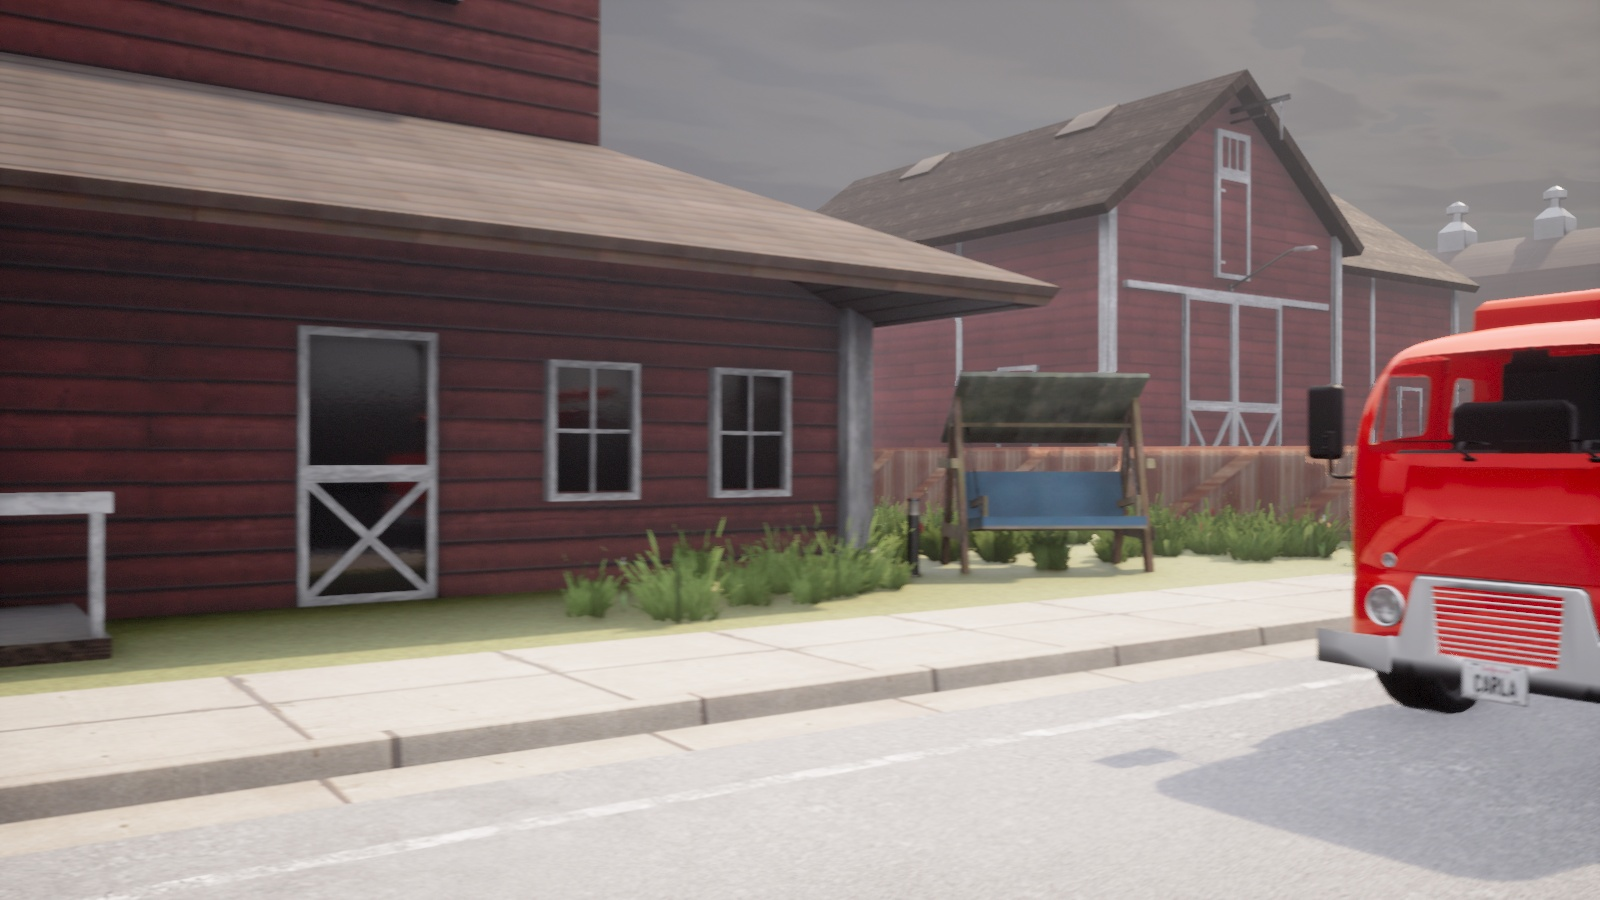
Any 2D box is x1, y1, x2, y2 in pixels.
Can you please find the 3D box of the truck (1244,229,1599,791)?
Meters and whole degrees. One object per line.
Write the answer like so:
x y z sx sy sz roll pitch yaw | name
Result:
5.365 0.265 7.403 5.204 2.467 2.627 0 0 -35 | truck
